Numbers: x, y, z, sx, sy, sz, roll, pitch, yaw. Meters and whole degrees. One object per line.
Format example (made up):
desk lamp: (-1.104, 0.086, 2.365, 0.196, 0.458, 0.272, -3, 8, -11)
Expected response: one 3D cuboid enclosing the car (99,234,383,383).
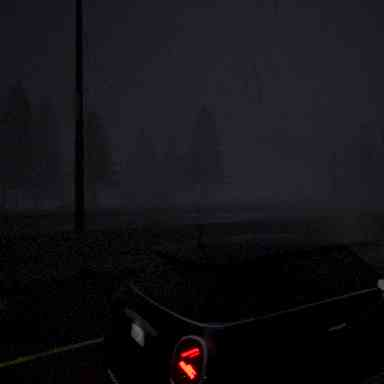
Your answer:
car: (1.277, 1.334, 4.252, 4.553, 1.767, 2.097, 0, 0, -33)
